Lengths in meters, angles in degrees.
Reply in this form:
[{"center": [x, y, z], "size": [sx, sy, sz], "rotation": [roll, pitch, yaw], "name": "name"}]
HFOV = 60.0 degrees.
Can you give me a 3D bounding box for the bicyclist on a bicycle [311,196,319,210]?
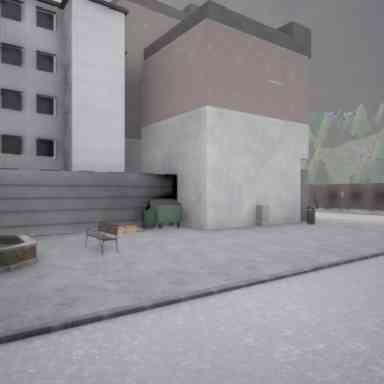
[{"center": [14.703, 1.325, 39.841], "size": [1.656, 1.620, 0.582], "rotation": [0, 0, -36], "name": "bicyclist on a bicycle"}]
